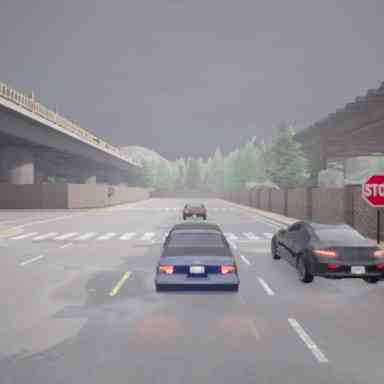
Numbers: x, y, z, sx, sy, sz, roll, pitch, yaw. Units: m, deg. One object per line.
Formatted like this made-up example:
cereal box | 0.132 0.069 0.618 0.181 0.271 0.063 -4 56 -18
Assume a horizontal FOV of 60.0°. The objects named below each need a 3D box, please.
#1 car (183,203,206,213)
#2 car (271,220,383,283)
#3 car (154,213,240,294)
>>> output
car | 0.227 1.585 28.649 1.895 1.301 4.718 0 0 1
car | 3.600 1.521 9.505 1.812 1.442 4.674 0 0 0
car | 0.099 1.543 8.908 2.033 1.411 5.357 0 0 0
